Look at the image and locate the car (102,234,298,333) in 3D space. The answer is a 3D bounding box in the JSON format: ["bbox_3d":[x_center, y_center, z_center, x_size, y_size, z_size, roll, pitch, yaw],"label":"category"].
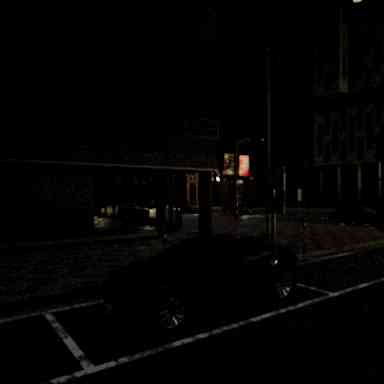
[{"bbox_3d":[0.378,1.585,6.828,4.313,1.339,1.947,0,0,-36],"label":"car"}]

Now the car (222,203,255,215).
[{"bbox_3d":[5.544,2.038,40.597,1.812,1.442,4.674,0,-1,-36],"label":"car"}]

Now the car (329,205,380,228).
[{"bbox_3d":[12.695,1.814,25.118,1.812,1.442,4.674,0,-1,-36],"label":"car"}]

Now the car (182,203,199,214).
[{"bbox_3d":[-0.631,2.144,43.606,2.033,1.411,5.357,0,-1,-36],"label":"car"}]
